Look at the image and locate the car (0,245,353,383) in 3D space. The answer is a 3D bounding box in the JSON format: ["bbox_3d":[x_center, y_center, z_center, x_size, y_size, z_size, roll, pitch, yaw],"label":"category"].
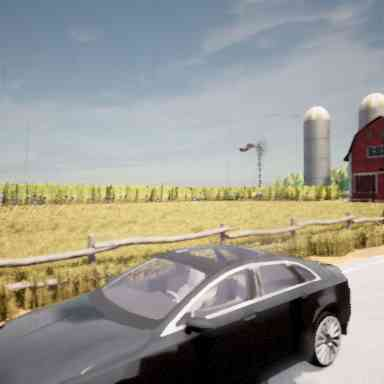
[{"bbox_3d":[0.095,1.503,4.118,4.902,1.511,2.128,0,0,-37],"label":"car"}]

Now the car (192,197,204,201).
[{"bbox_3d":[1.393,1.717,69.064,1.994,1.385,4.181,0,0,-14],"label":"car"}]
